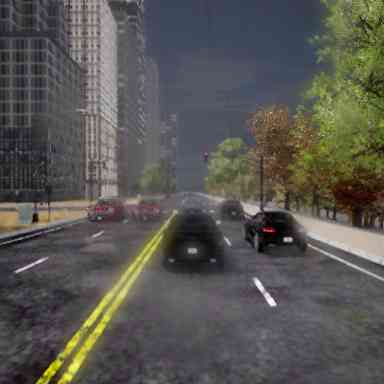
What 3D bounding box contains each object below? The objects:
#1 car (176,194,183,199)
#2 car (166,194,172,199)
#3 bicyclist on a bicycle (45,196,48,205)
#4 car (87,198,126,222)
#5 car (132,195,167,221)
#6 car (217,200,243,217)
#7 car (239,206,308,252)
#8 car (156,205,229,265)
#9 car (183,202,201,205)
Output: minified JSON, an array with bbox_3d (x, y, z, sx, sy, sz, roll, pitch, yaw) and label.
[{"bbox_3d":[-3.409,1.357,93.389,2.033,1.411,5.357,0,0,0],"label":"car"},{"bbox_3d":[-6.659,1.318,93.384,1.837,1.490,4.892,0,0,0],"label":"car"},{"bbox_3d":[-24.746,1.477,56.767,0.582,1.620,1.656,-1,1,0],"label":"bicyclist on a bicycle"},{"bbox_3d":[-6.614,1.300,26.087,2.097,1.767,4.553,0,0,0],"label":"car"},{"bbox_3d":[-3.363,1.299,26.098,2.097,1.767,4.553,0,0,0],"label":"car"},{"bbox_3d":[3.264,1.445,28.075,1.837,1.490,4.892,0,-1,0],"label":"car"},{"bbox_3d":[3.289,1.498,13.724,1.812,1.442,4.674,0,-1,0],"label":"car"},{"bbox_3d":[0.029,1.453,11.632,1.882,1.535,5.008,0,0,0],"label":"car"},{"bbox_3d":[0.001,1.495,25.771,2.033,1.411,5.357,0,0,0],"label":"car"}]
